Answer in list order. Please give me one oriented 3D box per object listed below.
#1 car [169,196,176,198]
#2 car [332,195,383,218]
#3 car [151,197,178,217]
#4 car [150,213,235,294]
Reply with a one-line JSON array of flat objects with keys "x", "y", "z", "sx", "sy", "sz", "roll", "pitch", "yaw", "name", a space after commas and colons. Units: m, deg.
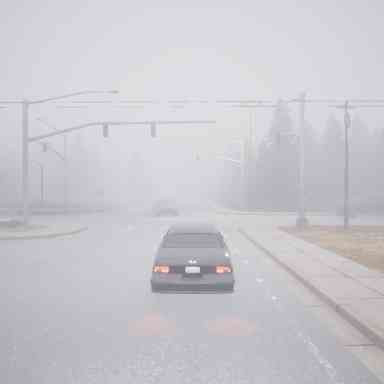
[{"x": -3.695, "y": 1.506, "z": 48.194, "sx": 1.837, "sy": 1.490, "sz": 4.892, "roll": 0, "pitch": 0, "yaw": 0, "name": "car"}, {"x": 15.536, "y": 1.248, "z": 29.592, "sx": 5.566, "sy": 2.045, "sz": 2.150, "roll": 0, "pitch": 0, "yaw": 1, "name": "car"}, {"x": -2.740, "y": 1.539, "z": 31.359, "sx": 1.812, "sy": 1.442, "sz": 4.674, "roll": 0, "pitch": 0, "yaw": -17, "name": "car"}, {"x": 0.031, "y": 1.545, "z": 8.940, "sx": 2.033, "sy": 1.411, "sz": 5.357, "roll": 0, "pitch": 0, "yaw": 0, "name": "car"}]
